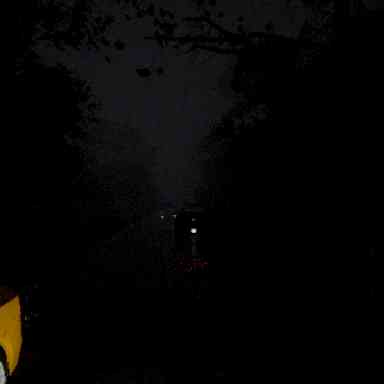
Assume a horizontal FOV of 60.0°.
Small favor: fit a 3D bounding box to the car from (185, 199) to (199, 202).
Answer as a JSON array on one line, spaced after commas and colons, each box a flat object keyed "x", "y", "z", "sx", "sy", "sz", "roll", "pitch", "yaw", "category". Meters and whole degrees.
[{"x": 0.011, "y": 1.513, "z": 34.850, "sx": 2.128, "sy": 1.511, "sz": 4.902, "roll": 0, "pitch": 0, "yaw": 0, "category": "car"}]

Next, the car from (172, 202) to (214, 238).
[{"x": 0.076, "y": 1.504, "z": 17.551, "sx": 1.837, "sy": 1.490, "sz": 4.892, "roll": 0, "pitch": 0, "yaw": 0, "category": "car"}]

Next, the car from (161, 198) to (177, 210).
[{"x": -2.979, "y": 1.560, "z": 43.808, "sx": 1.882, "sy": 1.535, "sz": 5.008, "roll": 0, "pitch": -1, "yaw": 0, "category": "car"}]

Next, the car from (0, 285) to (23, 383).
[{"x": -2.852, "y": 1.478, "z": 1.723, "sx": 1.882, "sy": 1.535, "sz": 5.008, "roll": 0, "pitch": 0, "yaw": 0, "category": "car"}]
